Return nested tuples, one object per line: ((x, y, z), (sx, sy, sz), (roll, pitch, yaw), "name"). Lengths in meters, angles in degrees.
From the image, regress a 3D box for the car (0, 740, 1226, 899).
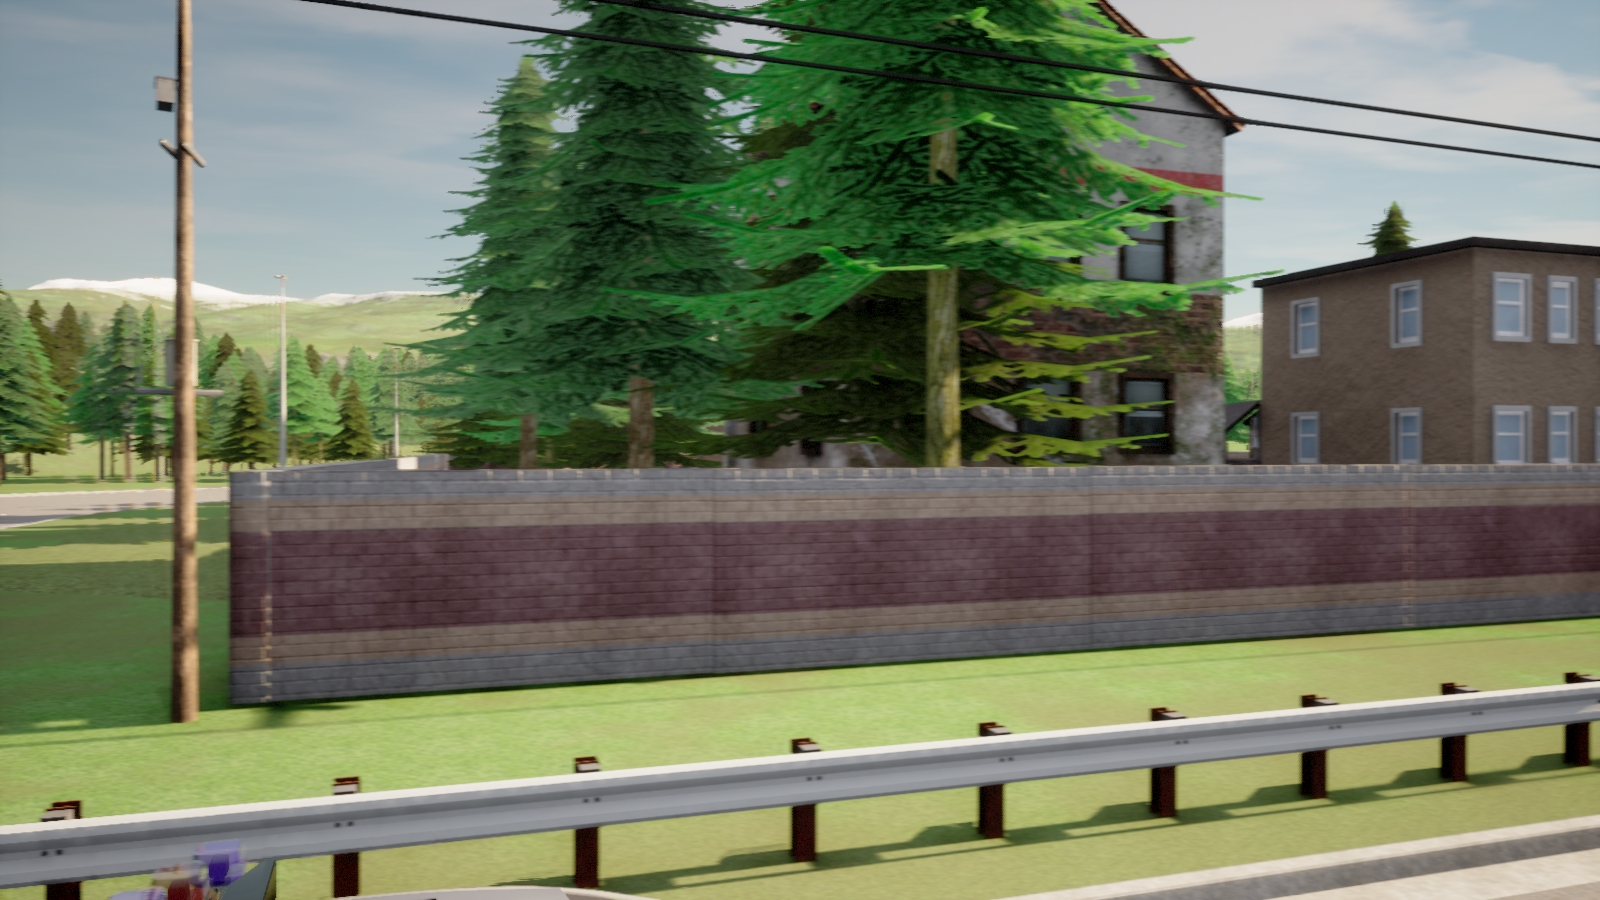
((-1.595, 1.980, 2.728), (5.238, 1.638, 2.097), (0, 0, -20), "car")
